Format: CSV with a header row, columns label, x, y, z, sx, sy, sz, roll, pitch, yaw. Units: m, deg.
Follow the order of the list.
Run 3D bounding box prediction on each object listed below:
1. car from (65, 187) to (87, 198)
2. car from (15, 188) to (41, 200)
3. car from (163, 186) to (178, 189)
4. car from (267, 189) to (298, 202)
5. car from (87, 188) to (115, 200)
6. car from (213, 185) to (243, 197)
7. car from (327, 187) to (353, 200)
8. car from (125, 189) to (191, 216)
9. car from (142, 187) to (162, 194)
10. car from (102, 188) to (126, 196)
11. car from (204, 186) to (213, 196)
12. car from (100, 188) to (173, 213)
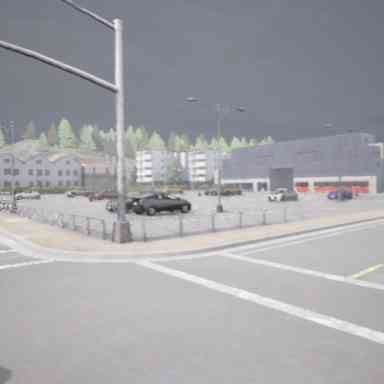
label,x,y,z,sx,sy,sz,roll,pitch,yaw
car,-19.545,0.032,57.884,4.605,1.855,1.932,-2,2,-40
car,-26.054,0.506,52.465,3.806,1.475,1.970,-2,2,-40
car,-4.144,-0.315,66.528,5.027,1.636,2.152,-2,2,-40
car,10.283,0.376,37.851,3.806,1.475,1.970,-2,2,-40
car,-12.159,0.363,47.832,4.514,1.523,2.007,-2,2,-40
car,6.171,-0.239,54.685,4.605,1.855,1.932,-2,2,-40
car,17.902,0.209,40.275,3.633,1.501,1.845,-2,2,-40
car,-2.164,0.820,23.699,4.514,1.523,2.007,-2,2,-40
car,-8.478,-0.286,71.272,3.806,1.475,1.970,-2,2,-40
car,-16.244,-0.079,69.612,4.514,1.523,2.007,-2,2,-40
car,4.002,-0.276,56.662,3.866,1.878,1.905,-2,2,-40
car,-4.202,0.784,26.084,5.027,1.636,2.152,-2,2,-40
